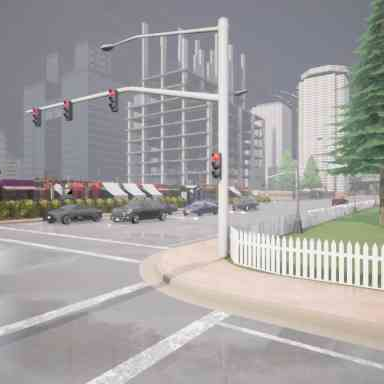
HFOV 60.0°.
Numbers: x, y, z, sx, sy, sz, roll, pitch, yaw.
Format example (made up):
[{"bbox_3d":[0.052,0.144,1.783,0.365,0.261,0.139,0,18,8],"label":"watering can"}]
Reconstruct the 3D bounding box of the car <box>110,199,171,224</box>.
[{"bbox_3d":[-3.986,1.352,25.185,2.097,1.767,4.553,0,0,34],"label":"car"}]

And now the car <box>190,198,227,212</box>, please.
[{"bbox_3d":[2.114,1.547,40.463,2.033,1.411,5.357,0,0,34],"label":"car"}]

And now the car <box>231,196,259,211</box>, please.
[{"bbox_3d":[6.587,1.505,40.815,1.837,1.490,4.892,0,0,34],"label":"car"}]

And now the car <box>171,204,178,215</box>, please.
[{"bbox_3d":[-3.524,1.547,32.122,2.033,1.411,5.357,0,0,34],"label":"car"}]

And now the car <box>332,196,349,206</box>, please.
[{"bbox_3d":[23.981,1.478,53.722,1.882,1.535,5.008,0,0,34],"label":"car"}]

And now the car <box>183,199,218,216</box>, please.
[{"bbox_3d":[0.959,1.526,32.484,1.812,1.442,4.674,0,0,34],"label":"car"}]

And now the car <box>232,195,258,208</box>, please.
[{"bbox_3d":[7.809,1.352,48.821,2.097,1.767,4.553,0,0,34],"label":"car"}]

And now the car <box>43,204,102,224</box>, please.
[{"bbox_3d":[-8.699,1.564,24.463,1.994,1.385,4.181,0,0,34],"label":"car"}]
